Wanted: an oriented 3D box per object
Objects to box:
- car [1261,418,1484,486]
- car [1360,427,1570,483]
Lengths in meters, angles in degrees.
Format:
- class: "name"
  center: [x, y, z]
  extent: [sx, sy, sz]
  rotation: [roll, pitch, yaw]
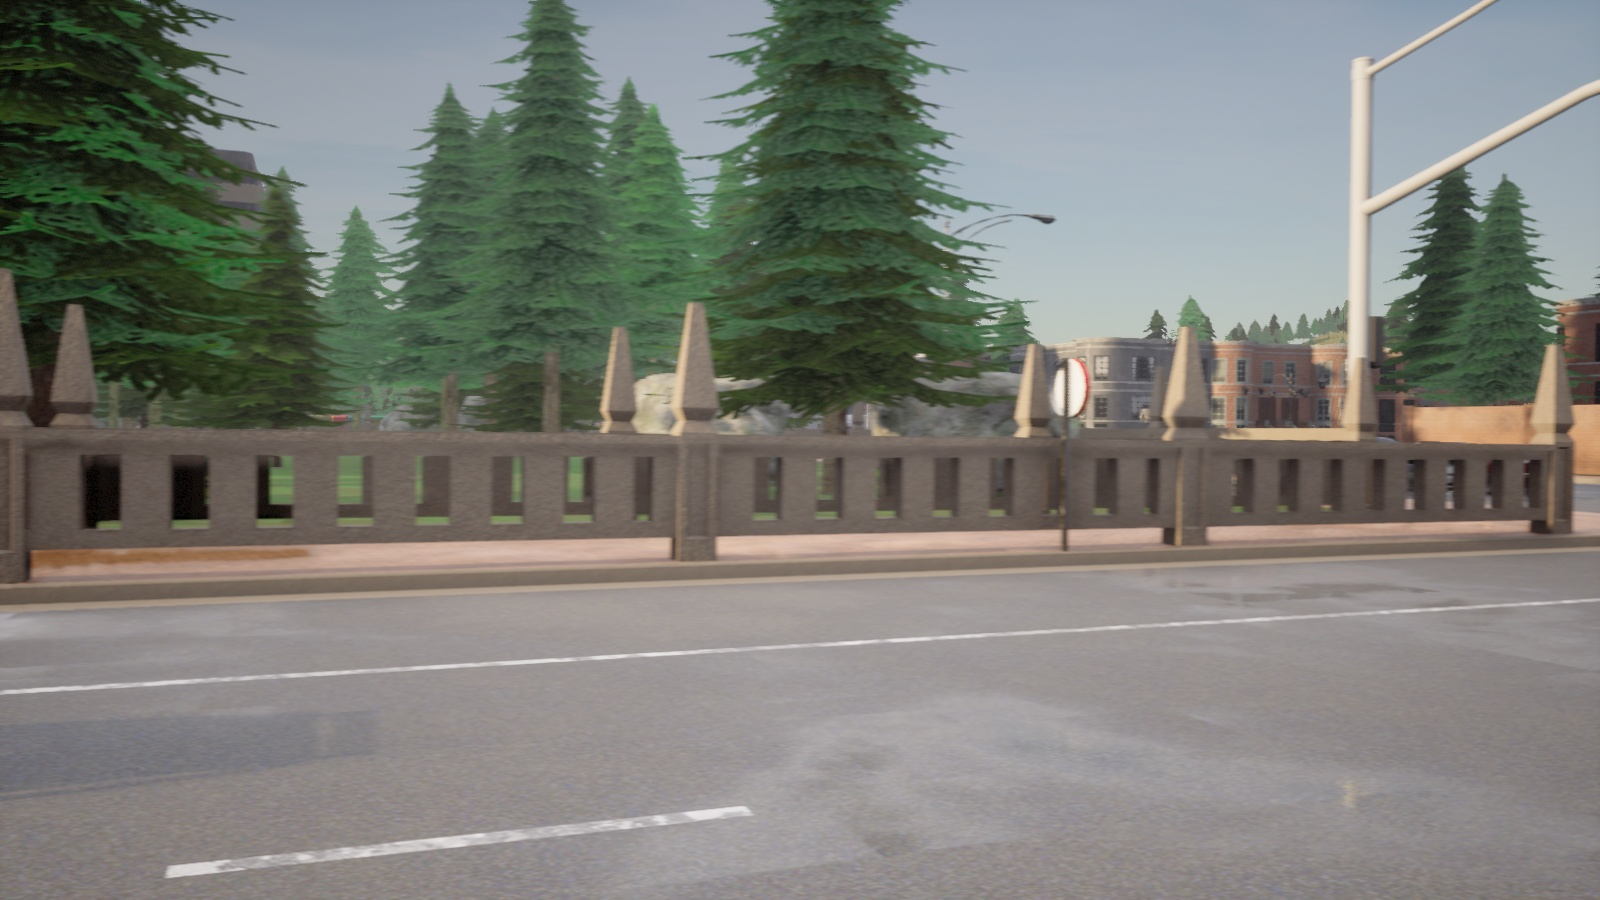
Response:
- class: "car"
  center: [13.916, 0.016, 30.895]
  extent: [2.128, 1.511, 4.902]
  rotation: [-1, 1, -21]
- class: "car"
  center: [17.054, 0.089, 32.495]
  extent: [1.895, 1.301, 4.718]
  rotation: [-1, 1, -21]
